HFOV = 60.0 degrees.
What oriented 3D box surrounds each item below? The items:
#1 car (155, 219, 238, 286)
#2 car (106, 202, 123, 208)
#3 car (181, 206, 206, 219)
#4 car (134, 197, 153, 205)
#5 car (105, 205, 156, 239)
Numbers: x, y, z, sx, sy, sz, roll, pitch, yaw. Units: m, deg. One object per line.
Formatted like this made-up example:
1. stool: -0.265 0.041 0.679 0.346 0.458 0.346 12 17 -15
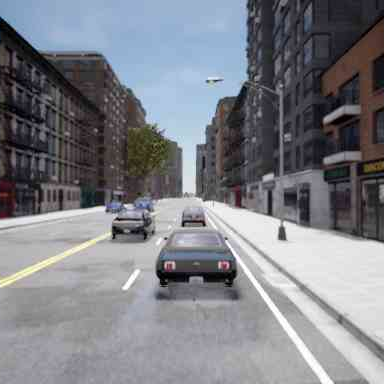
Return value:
1. car: 0.111 1.707 9.686 1.895 1.301 4.718 0 -1 0
2. car: -9.797 2.016 42.807 1.812 1.442 4.674 0 -1 0
3. car: 0.118 1.839 26.073 2.033 1.411 5.357 0 -1 0
4. car: -6.533 1.744 45.247 2.150 2.045 5.566 0 -1 0
5. car: -3.137 1.696 18.498 2.128 1.511 4.902 0 -1 0
